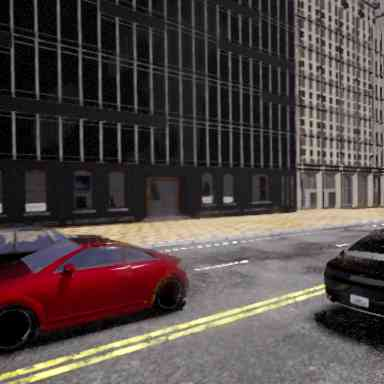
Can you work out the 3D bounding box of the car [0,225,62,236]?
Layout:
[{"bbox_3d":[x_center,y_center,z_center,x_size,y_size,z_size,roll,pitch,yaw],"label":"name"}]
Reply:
[{"bbox_3d":[-4.671,1.569,8.338,5.357,1.411,2.033,0,0,-36],"label":"car"}]

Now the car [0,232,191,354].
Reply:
[{"bbox_3d":[-2.095,1.577,6.181,4.181,1.385,1.994,0,0,-35],"label":"car"}]

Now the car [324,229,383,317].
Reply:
[{"bbox_3d":[4.672,1.507,6.779,4.892,1.490,1.837,0,0,-36],"label":"car"}]
